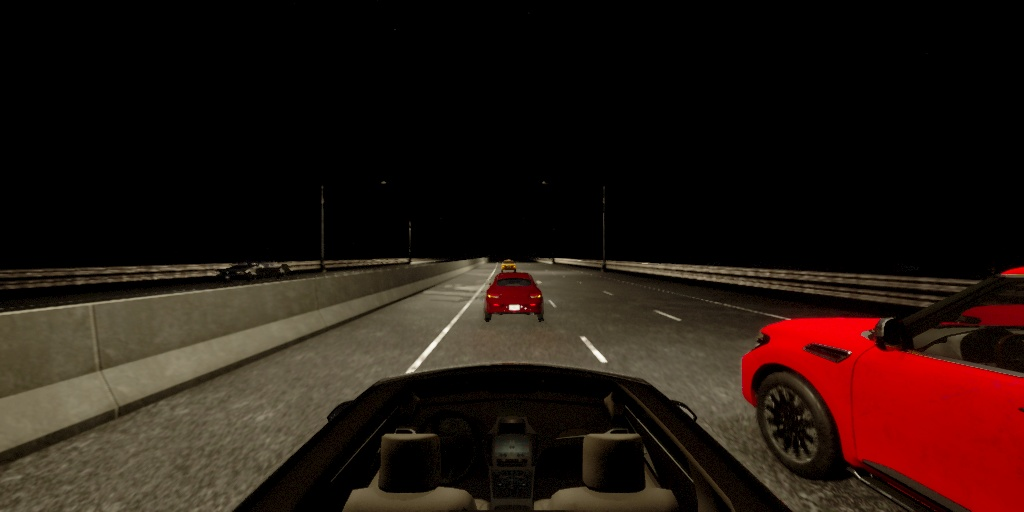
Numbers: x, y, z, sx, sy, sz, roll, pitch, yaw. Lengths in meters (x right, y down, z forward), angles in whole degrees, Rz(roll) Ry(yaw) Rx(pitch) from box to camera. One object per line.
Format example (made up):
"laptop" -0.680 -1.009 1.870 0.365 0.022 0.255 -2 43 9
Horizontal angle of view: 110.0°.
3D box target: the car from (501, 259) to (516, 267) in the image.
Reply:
"car" -0.432 1.177 44.457 1.801 1.575 5.366 0 0 -1

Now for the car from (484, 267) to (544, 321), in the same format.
"car" 0.057 1.275 12.345 1.812 1.442 4.674 0 0 0

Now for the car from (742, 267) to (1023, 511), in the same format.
"car" 3.595 0.971 1.550 2.150 2.045 5.566 0 0 0

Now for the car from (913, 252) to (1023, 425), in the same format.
"car" 7.094 0.970 2.596 2.150 2.045 5.566 0 0 0

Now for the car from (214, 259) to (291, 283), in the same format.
"car" -17.658 0.942 24.852 2.033 1.411 5.357 0 0 -1
